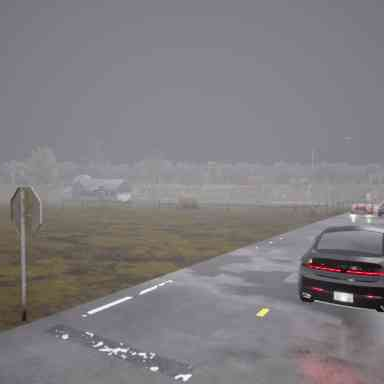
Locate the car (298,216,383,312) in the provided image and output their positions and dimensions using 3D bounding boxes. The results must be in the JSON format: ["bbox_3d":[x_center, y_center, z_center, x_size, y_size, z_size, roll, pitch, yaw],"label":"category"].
[{"bbox_3d":[3.812,1.517,7.633,1.837,1.490,4.892,0,0,32],"label":"car"}]

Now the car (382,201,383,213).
[{"bbox_3d":[25.428,1.896,42.539,1.812,1.442,4.674,0,-1,32],"label":"car"}]

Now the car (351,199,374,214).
[{"bbox_3d":[20.032,1.644,39.049,2.097,1.767,4.553,0,-1,32],"label":"car"}]

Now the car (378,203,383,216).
[{"bbox_3d":[20.273,1.796,34.106,1.994,1.385,4.181,0,-1,32],"label":"car"}]
